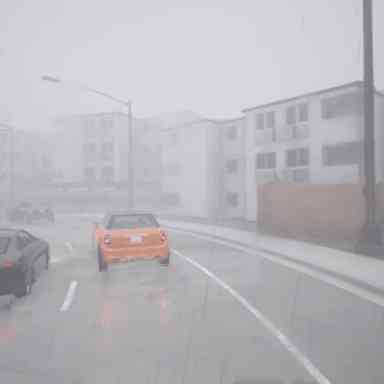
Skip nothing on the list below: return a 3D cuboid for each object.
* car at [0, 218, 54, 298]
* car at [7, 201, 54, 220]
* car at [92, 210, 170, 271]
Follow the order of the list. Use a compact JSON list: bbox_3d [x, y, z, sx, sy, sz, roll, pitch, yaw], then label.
[{"bbox_3d":[-4.885,1.631,8.440,1.994,1.385,4.181,-1,0,-16],"label":"car"},{"bbox_3d":[-12.924,1.529,26.555,4.553,1.767,2.097,-1,0,41],"label":"car"},{"bbox_3d":[-2.262,1.383,11.458,2.097,1.767,4.553,-1,0,-19],"label":"car"}]
